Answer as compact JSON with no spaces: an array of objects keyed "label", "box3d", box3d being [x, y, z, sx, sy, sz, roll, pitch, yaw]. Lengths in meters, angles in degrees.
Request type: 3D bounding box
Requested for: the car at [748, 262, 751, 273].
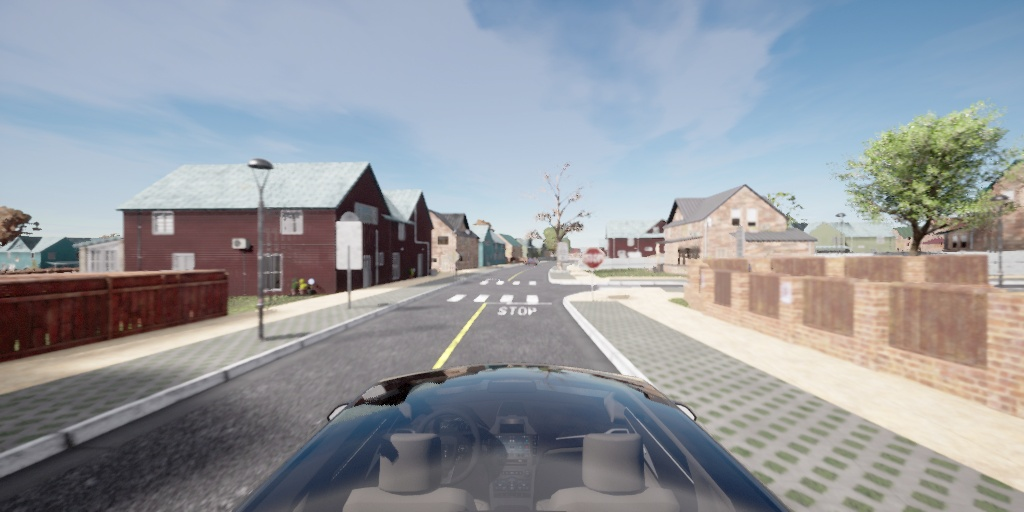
[{"label":"car","box3d":[13.596,1.007,19.358,4.181,1.385,1.994,-1,0,15]}]
